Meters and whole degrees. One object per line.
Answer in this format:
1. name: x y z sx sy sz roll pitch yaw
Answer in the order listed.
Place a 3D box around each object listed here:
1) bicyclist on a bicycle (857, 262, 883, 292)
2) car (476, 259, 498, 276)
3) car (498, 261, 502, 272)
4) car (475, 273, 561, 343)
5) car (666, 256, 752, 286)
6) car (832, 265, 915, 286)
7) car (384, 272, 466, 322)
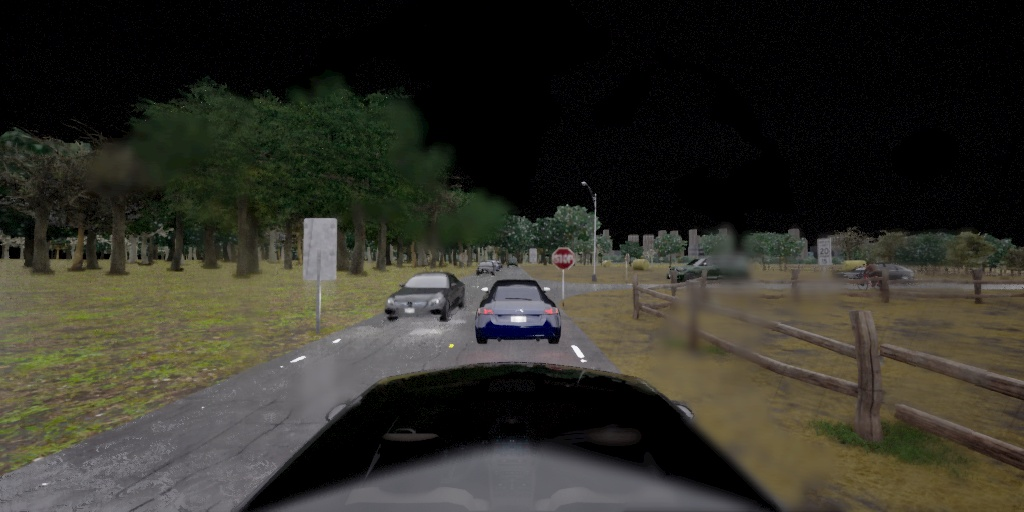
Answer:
1. bicyclist on a bicycle: 19.932 1.168 19.864 0.582 1.620 1.656 0 0 0
2. car: -2.799 1.346 39.399 1.837 1.490 4.892 0 0 0
3. car: -2.788 1.252 48.698 2.097 1.767 4.553 0 0 0
4. car: 0.114 1.322 9.663 1.994 1.385 4.181 0 0 -1
5. car: 14.127 1.067 25.819 5.566 2.045 2.150 0 -2 -1
6. car: 26.001 1.367 25.853 4.892 1.490 1.837 0 -2 0
7. car: -2.780 1.288 12.456 1.812 1.442 4.674 0 0 3
